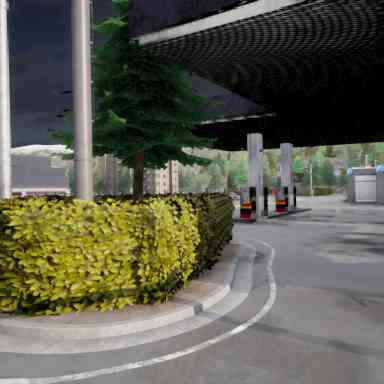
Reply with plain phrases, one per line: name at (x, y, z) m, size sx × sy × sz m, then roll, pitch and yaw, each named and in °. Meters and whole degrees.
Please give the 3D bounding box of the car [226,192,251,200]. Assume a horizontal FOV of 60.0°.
car at (9.267, 0.811, 66.471) m, size 4.514 × 1.523 × 2.007 m, roll -1°, pitch 1°, yaw 35°

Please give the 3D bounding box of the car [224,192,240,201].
car at (7.493, 0.850, 63.884) m, size 5.027 × 1.636 × 2.152 m, roll -1°, pitch 1°, yaw 35°

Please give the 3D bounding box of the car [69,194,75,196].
car at (-24.183, 1.123, 63.864) m, size 3.866 × 1.878 × 1.905 m, roll -1°, pitch 1°, yaw 35°

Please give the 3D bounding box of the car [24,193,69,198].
car at (-14.729, 1.183, 33.571) m, size 3.866 × 1.878 × 1.905 m, roll -1°, pitch 1°, yaw 35°
